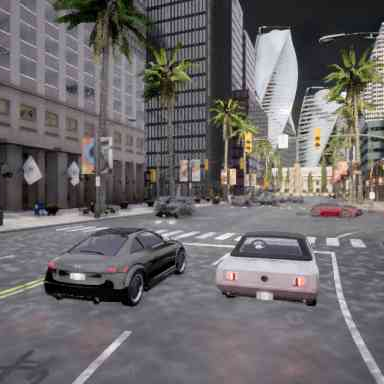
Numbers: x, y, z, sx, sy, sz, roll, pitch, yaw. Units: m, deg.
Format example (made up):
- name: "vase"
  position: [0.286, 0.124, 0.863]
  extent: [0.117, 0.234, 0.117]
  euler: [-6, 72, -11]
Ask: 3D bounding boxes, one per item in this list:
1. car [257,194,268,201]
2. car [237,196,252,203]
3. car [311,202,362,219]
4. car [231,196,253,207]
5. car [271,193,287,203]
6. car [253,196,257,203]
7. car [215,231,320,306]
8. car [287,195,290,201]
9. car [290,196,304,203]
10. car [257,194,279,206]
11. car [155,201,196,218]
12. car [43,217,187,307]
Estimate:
- name: "car"
  position: [19.033, 1.354, 89.184]
  extent: [2.185, 1.767, 4.553]
  euler: [0, 0, 21]
- name: "car"
  position: [10.916, 1.513, 68.810]
  extent: [2.161, 1.482, 4.786]
  euler: [0, 0, 21]
- name: "car"
  position: [12.865, 1.564, 29.772]
  extent: [1.994, 1.385, 4.181]
  euler: [0, 0, -44]
- name: "car"
  position: [7.602, 1.352, 51.979]
  extent: [2.097, 1.767, 4.553]
  euler: [0, 0, 22]
- name: "car"
  position: [17.727, 1.478, 67.843]
  extent: [1.882, 1.535, 5.008]
  euler: [0, 0, 22]
- name: "car"
  position: [12.921, 1.563, 65.283]
  extent: [1.994, 1.385, 4.181]
  euler: [0, 0, 22]
- name: "car"
  position: [2.033, 1.601, 8.148]
  extent: [1.895, 1.301, 4.718]
  euler: [0, 0, 19]
- name: "car"
  position: [22.896, 1.524, 80.874]
  extent: [1.812, 1.442, 4.674]
  euler: [0, 0, 22]
- name: "car"
  position: [22.861, 1.540, 71.294]
  extent: [2.033, 1.411, 5.357]
  euler: [0, 0, 22]
- name: "car"
  position: [12.654, 1.547, 55.223]
  extent: [2.033, 1.411, 5.357]
  euler: [0, 0, 22]
- name: "car"
  position: [-1.301, 1.547, 29.436]
  extent: [2.033, 1.411, 5.357]
  euler: [0, 0, 22]
- name: "car"
  position: [-1.576, 1.564, 8.195]
  extent: [1.994, 1.385, 4.181]
  euler: [0, 0, 17]
